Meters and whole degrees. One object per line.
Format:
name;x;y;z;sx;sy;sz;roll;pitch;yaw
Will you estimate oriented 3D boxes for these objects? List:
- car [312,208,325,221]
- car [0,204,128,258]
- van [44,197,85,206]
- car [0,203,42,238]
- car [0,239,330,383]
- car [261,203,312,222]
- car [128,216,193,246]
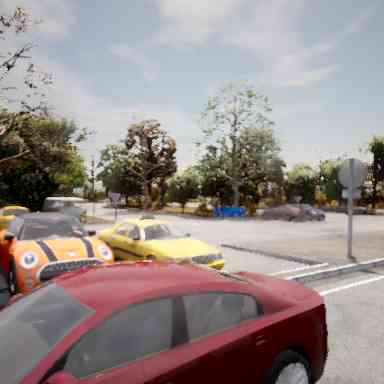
car;11.524;2.037;34.660;2.185;1.767;4.553;2;-1;-35
car;-3.719;1.369;8.672;2.185;1.767;4.553;1;-1;-36
van;-7.876;1.325;20.602;1.878;1.987;4.442;1;-1;-36
car;-10.326;1.507;19.219;1.946;1.575;5.366;1;-1;-36
car;-0.761;1.487;3.125;5.008;1.535;1.882;1;0;-35
car;8.970;2.104;32.775;2.002;1.452;4.674;2;-1;-36
car;-1.222;1.533;10.194;1.946;1.575;5.366;1;-1;-36
